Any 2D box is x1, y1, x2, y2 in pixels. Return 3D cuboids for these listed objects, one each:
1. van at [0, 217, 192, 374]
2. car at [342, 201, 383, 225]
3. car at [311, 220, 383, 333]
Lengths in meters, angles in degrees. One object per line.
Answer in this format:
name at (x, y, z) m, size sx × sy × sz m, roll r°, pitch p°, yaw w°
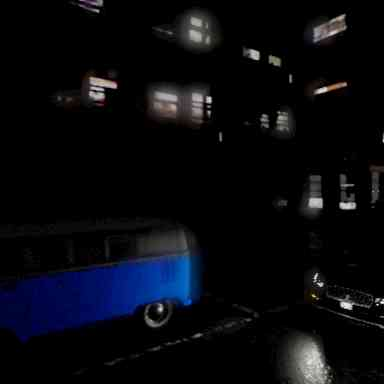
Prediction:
van at (-1.915, 1.332, 5.167) m, size 3.998 × 1.788 × 1.690 m, roll -1°, pitch 0°, yaw -35°
car at (7.196, 1.226, 11.686) m, size 5.009 × 1.841 × 2.192 m, roll 0°, pitch 0°, yaw -35°
car at (4.317, 1.454, 6.453) m, size 4.892 × 1.490 × 1.837 m, roll 0°, pitch 0°, yaw -35°
